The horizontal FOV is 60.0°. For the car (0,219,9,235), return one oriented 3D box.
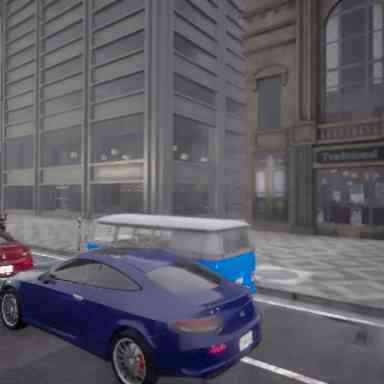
[{"bbox_3d":[-6.031,1.581,8.858,4.674,1.442,1.812,0,-1,37],"label":"car"}]

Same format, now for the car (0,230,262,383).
[{"bbox_3d":[-1.216,1.574,5.277,4.674,1.442,1.812,0,-1,37],"label":"car"}]

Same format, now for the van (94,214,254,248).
[{"bbox_3d":[-0.630,1.410,7.166,3.998,1.788,1.690,0,-1,37],"label":"van"}]

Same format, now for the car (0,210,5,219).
[{"bbox_3d":[-9.632,1.397,13.861,5.009,1.841,2.192,0,-1,37],"label":"car"}]
